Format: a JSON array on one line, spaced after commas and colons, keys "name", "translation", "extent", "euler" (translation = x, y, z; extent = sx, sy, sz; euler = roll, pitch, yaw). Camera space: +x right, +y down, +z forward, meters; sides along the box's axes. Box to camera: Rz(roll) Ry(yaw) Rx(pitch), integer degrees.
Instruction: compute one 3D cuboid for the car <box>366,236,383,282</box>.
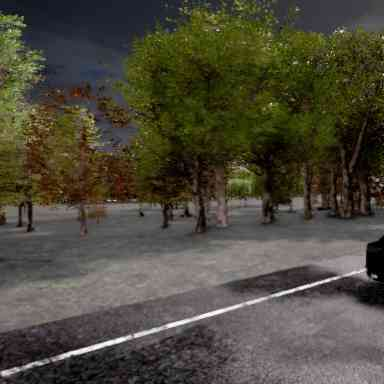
[{"name": "car", "translation": [6.502, 1.519, 8.734], "extent": [5.008, 1.535, 1.882], "euler": [0, -1, -37]}]
